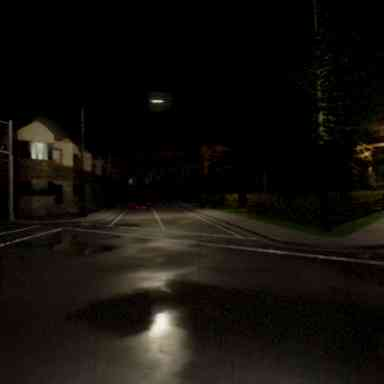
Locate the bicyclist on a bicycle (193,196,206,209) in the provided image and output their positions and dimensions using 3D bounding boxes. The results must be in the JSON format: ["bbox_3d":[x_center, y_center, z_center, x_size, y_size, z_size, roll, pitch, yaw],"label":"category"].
[{"bbox_3d":[0.909,1.302,41.578,1.656,1.620,0.582,-1,0,-8],"label":"bicyclist on a bicycle"}]

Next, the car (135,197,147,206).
[{"bbox_3d":[-9.108,1.674,59.416,2.128,1.511,4.902,-1,0,-8],"label":"car"}]

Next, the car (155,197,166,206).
[{"bbox_3d":[-5.643,1.670,59.913,2.033,1.411,5.357,-1,0,-8],"label":"car"}]
